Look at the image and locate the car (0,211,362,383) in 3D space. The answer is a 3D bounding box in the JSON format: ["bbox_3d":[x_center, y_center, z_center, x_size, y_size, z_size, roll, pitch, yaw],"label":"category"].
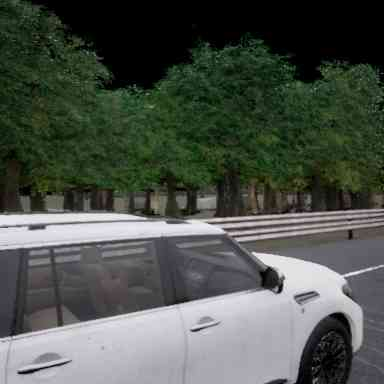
[{"bbox_3d":[-0.587,1.223,3.328,5.566,2.045,2.150,0,0,-36],"label":"car"}]
